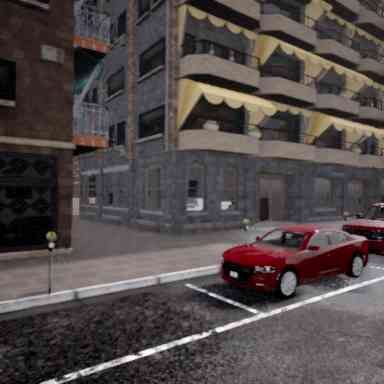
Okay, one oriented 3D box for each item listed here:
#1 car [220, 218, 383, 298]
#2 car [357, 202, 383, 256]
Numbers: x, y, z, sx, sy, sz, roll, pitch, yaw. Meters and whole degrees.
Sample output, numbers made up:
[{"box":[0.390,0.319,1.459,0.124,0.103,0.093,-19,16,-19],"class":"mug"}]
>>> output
[{"box":[2.743,1.535,8.510,4.507,1.381,1.887,0,1,-36],"class":"car"},{"box":[7.274,1.295,11.746,5.009,1.841,2.192,0,1,-36],"class":"car"}]
